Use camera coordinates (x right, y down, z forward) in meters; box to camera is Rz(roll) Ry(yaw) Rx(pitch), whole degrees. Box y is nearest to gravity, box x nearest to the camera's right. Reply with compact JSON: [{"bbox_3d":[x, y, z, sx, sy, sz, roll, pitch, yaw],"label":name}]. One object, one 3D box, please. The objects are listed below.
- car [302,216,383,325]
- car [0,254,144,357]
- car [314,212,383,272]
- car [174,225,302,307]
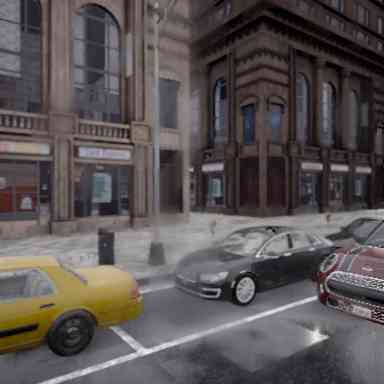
[{"bbox_3d":[4.539,1.303,6.624,4.553,1.767,2.097,0,0,-36],"label":"car"},{"bbox_3d":[-3.050,1.525,4.469,4.829,1.417,1.752,0,1,-36],"label":"car"},{"bbox_3d":[6.203,1.490,11.082,4.313,1.339,1.947,0,0,-36],"label":"car"},{"bbox_3d":[1.646,1.512,7.825,4.403,1.369,2.008,0,0,-36],"label":"car"}]
